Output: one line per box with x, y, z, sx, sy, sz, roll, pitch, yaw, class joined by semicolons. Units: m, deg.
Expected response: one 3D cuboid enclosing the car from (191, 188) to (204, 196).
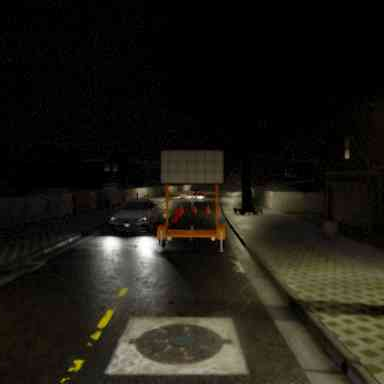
0.955;-0.006;59.401;1.895;1.301;4.718;0;2;8;car

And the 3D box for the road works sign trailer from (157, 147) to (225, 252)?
0.009;0.135;12.321;2.380;3.560;2.880;0;1;2;road works sign trailer

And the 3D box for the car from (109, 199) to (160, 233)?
-2.702;1.083;16.505;1.812;1.442;4.674;0;1;2;car
